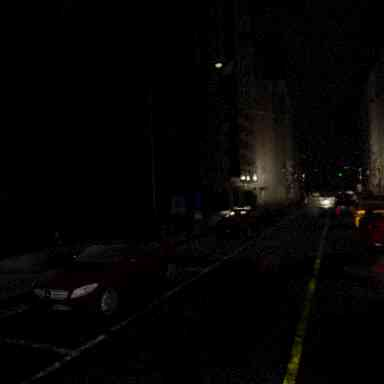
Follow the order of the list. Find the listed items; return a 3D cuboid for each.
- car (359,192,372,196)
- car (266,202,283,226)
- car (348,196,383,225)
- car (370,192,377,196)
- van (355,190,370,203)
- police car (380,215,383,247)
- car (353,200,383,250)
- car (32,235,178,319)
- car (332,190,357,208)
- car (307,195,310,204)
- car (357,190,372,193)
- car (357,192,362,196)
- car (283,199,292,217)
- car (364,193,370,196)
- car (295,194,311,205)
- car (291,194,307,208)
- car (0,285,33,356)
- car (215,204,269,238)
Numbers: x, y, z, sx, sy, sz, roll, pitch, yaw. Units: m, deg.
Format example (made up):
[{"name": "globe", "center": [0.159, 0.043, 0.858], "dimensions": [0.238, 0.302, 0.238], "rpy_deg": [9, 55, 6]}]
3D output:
[{"name": "car", "center": [19.162, 1.041, 34.916], "dimensions": [2.008, 1.369, 4.403], "rpy_deg": [-3, 0, 23]}, {"name": "car", "center": [4.793, 1.557, 23.040], "dimensions": [1.947, 1.339, 4.313], "rpy_deg": [-3, 0, 23]}, {"name": "car", "center": [9.960, 1.216, 18.450], "dimensions": [1.882, 1.535, 5.008], "rpy_deg": [-3, -1, 23]}, {"name": "car", "center": [14.799, 1.028, 24.766], "dimensions": [1.967, 1.590, 4.097], "rpy_deg": [-3, 0, 23]}, {"name": "van", "center": [25.691, 0.685, 50.144], "dimensions": [1.690, 1.788, 3.998], "rpy_deg": [-3, 0, 23]}, {"name": "police car", "center": [3.689, 1.305, 3.850], "dimensions": [1.930, 1.638, 5.238], "rpy_deg": [-3, -1, 23]}, {"name": "car", "center": [7.593, 1.270, 12.937], "dimensions": [1.882, 1.535, 5.008], "rpy_deg": [-3, -1, 23]}, {"name": "car", "center": [-1.745, 1.720, 7.810], "dimensions": [1.802, 1.307, 4.206], "rpy_deg": [-3, 0, 23]}, {"name": "car", "center": [18.068, 0.925, 39.575], "dimensions": [2.097, 1.767, 4.553], "rpy_deg": [-3, -1, 24]}, {"name": "car", "center": [15.692, 1.312, 48.424], "dimensions": [1.947, 1.339, 4.313], "rpy_deg": [-3, 0, 23]}, {"name": "car", "center": [23.511, 0.708, 45.069], "dimensions": [2.192, 1.841, 5.009], "rpy_deg": [-3, 0, 23]}, {"name": "car", "center": [21.342, 1.007, 39.991], "dimensions": [1.947, 1.339, 4.313], "rpy_deg": [-3, 0, 23]}, {"name": "car", "center": [6.974, 1.508, 28.117], "dimensions": [1.947, 1.339, 4.313], "rpy_deg": [-3, 0, 23]}, {"name": "car", "center": [16.983, 1.090, 29.840], "dimensions": [2.008, 1.369, 4.403], "rpy_deg": [-3, 0, 23]}, {"name": "car", "center": [17.867, 1.137, 53.502], "dimensions": [1.967, 1.590, 4.097], "rpy_deg": [-3, 0, 23]}, {"name": "car", "center": [13.513, 1.377, 43.347], "dimensions": [1.802, 1.307, 4.206], "rpy_deg": [-3, 0, 23]}, {"name": "car", "center": [-3.926, 1.731, 2.734], "dimensions": [1.887, 1.381, 4.507], "rpy_deg": [-3, 0, 23]}, {"name": "car", "center": [2.613, 1.585, 17.964], "dimensions": [1.887, 1.381, 4.507], "rpy_deg": [-3, 0, 23]}]
